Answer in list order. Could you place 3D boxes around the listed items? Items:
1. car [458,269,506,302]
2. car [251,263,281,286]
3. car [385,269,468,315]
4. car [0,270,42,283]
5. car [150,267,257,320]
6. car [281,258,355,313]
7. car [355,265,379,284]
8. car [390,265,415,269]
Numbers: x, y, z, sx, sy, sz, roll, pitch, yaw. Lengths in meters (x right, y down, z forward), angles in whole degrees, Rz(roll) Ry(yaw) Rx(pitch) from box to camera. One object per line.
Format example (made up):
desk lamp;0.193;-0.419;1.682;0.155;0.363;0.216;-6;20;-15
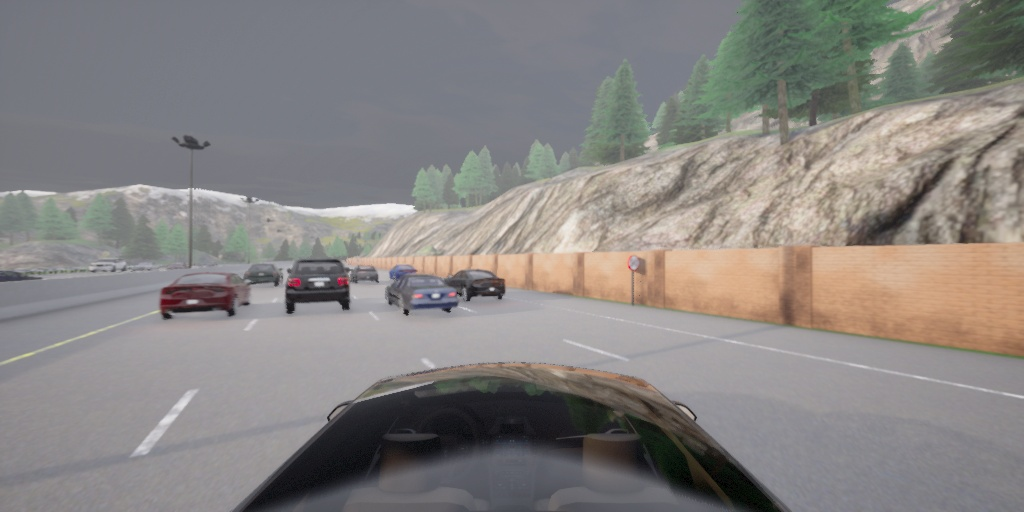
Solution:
car;-2.089;1.408;18.674;1.882;1.535;5.008;1;-1;-28
car;-18.619;1.320;27.089;2.097;1.767;4.553;1;-1;-28
car;-3.786;1.426;14.446;2.033;1.411;5.357;1;-1;-28
car;-25.450;1.386;17.207;2.033;1.411;5.357;1;-1;-26
car;-11.180;1.321;13.415;1.882;1.535;5.008;1;-1;-28
car;-8.106;1.095;15.089;2.150;2.045;5.566;1;0;-28
car;-12.615;1.521;30.702;2.128;1.511;4.902;1;-1;-28
car;-10.268;1.547;33.728;1.882;1.535;5.008;1;-1;-28
